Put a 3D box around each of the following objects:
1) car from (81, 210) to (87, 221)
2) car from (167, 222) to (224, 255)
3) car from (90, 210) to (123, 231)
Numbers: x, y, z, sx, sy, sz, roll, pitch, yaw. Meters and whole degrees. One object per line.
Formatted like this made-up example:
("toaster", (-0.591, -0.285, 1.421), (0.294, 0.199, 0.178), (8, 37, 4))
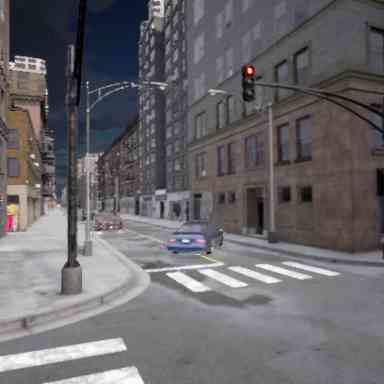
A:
("car", (-15.299, 3.427, 49.175), (2.033, 1.411, 5.357), (0, -2, -22))
("car", (0.332, 2.149, 16.236), (2.033, 1.411, 5.357), (-1, -2, 13))
("car", (-7.663, 2.500, 30.117), (2.097, 1.767, 4.553), (0, -2, -22))
